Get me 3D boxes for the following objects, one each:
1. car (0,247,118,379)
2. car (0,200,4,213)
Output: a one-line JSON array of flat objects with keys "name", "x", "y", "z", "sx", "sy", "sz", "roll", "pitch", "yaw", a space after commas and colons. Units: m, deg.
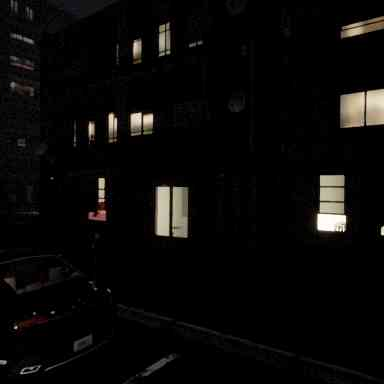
[{"name": "car", "x": -3.065, "y": 1.549, "z": 5.200, "sx": 4.403, "sy": 1.369, "sz": 2.008, "roll": 0, "pitch": 1, "yaw": 35}, {"name": "car", "x": -23.258, "y": 1.623, "z": 36.177, "sx": 2.008, "sy": 1.369, "sz": 4.403, "roll": 1, "pitch": 0, "yaw": 36}]
